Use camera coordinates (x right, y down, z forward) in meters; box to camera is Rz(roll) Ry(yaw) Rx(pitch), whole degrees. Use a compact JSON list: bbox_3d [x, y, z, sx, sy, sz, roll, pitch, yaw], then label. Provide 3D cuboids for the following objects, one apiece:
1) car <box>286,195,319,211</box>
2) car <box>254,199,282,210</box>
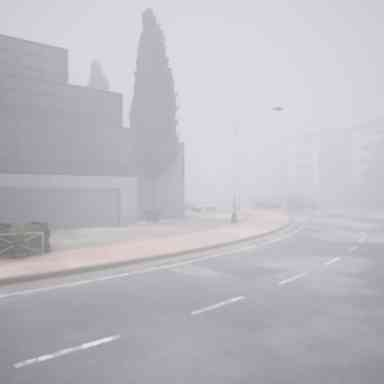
[{"bbox_3d":[14.767,1.386,44.882,2.150,2.045,5.566,0,0,-11],"label":"car"},{"bbox_3d":[10.668,1.730,47.231,2.033,1.411,5.357,0,0,-15],"label":"car"}]
